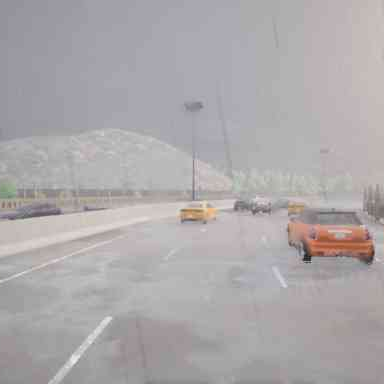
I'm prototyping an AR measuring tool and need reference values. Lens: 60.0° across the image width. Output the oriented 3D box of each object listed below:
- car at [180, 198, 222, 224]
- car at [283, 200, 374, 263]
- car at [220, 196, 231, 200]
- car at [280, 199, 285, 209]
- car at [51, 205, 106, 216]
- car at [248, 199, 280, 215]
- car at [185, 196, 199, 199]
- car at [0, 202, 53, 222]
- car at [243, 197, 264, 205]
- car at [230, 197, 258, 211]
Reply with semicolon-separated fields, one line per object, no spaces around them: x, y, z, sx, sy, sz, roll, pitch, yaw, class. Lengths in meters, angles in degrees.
0.603;1.483;25.140;1.882;1.535;5.008;0;0;16;car
4.803;1.355;12.178;2.097;1.767;4.553;0;0;8;car
6.157;1.490;60.064;1.882;1.535;5.008;0;0;36;car
11.941;1.572;42.930;1.994;1.385;4.181;0;0;29;car
-7.386;1.606;23.368;1.895;1.301;4.718;0;0;15;car
7.411;1.608;33.777;1.895;1.301;4.718;0;0;23;car
-0.087;1.517;57.127;1.837;1.490;4.892;0;0;33;car
-11.024;1.510;23.022;1.837;1.490;4.892;0;0;14;car
11.239;1.576;60.967;1.994;1.385;4.181;0;0;39;car
6.494;1.513;40.069;1.837;1.490;4.892;0;0;26;car
